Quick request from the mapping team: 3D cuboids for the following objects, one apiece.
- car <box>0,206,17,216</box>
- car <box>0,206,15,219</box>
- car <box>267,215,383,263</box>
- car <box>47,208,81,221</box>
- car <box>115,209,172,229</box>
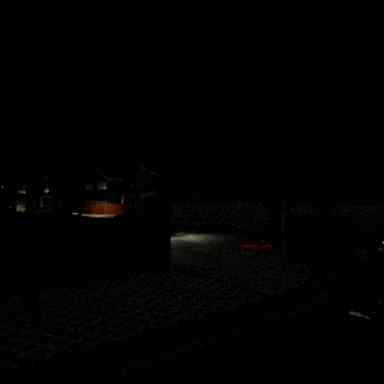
[{"bbox_3d":[-28.591,2.882,50.601,5.357,1.411,2.033,-2,-1,45],"label":"car"},{"bbox_3d":[-24.130,2.724,42.533,5.357,1.411,2.033,-2,-1,42],"label":"car"},{"bbox_3d":[5.284,1.676,12.780,4.892,1.490,1.837,-3,-1,43],"label":"car"},{"bbox_3d":[-12.255,2.278,31.641,4.892,1.490,1.837,-2,-1,43],"label":"car"},{"bbox_3d":[-3.399,1.953,22.542,1.882,1.535,5.008,-1,-1,-42],"label":"car"}]
